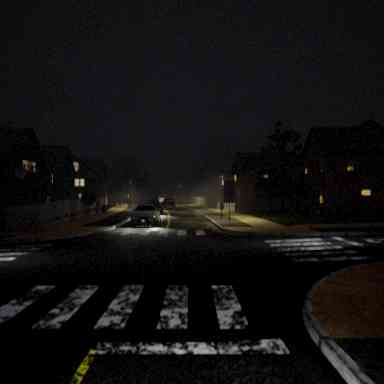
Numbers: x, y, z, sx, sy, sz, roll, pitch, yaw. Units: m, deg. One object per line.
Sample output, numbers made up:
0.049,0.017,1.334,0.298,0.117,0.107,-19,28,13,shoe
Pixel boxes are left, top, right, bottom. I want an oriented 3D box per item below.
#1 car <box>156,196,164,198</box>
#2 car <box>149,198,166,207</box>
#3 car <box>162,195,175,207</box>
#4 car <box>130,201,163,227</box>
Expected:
-5.242,1.671,45.917,1.837,1.490,4.892,0,0,-8,car
-4.061,1.679,35.441,1.994,1.385,4.181,0,0,-6,car
-3.989,1.749,56.608,1.837,1.490,4.892,0,-1,-10,car
-3.252,1.583,23.741,1.812,1.442,4.674,0,0,-3,car
